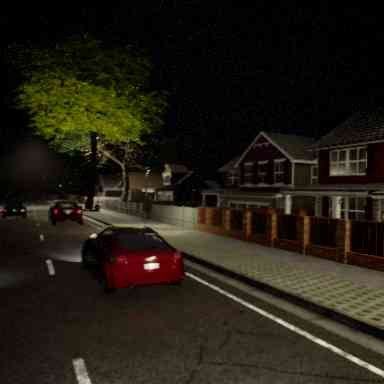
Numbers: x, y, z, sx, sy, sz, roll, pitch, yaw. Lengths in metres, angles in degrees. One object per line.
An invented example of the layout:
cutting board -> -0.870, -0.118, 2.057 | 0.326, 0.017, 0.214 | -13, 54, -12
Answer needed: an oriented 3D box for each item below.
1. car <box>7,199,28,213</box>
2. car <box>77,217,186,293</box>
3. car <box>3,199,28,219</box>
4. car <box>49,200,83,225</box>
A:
car -> -20.515, 1.566, 39.262 | 2.033, 1.411, 5.357 | 1, -1, -26
car -> -1.786, 1.627, 9.230 | 1.994, 1.385, 4.181 | 1, -1, -26
car -> -15.721, 1.570, 29.643 | 2.033, 1.411, 5.357 | 1, -1, -26
car -> -9.580, 1.446, 25.136 | 2.097, 1.767, 4.553 | 1, -1, -26
